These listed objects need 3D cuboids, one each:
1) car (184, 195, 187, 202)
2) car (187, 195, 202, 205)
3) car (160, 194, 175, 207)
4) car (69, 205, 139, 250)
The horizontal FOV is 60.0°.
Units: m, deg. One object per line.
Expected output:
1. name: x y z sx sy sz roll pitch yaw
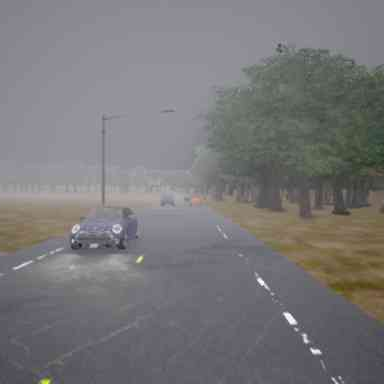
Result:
1. car: -0.985 1.523 78.751 1.882 1.535 5.008 0 0 -2
2. car: 0.643 1.506 60.442 2.097 1.767 4.553 0 0 -1
3. car: -4.015 1.376 55.589 2.150 2.045 5.566 0 0 0
4. car: -3.625 1.390 14.479 2.097 1.767 4.553 0 0 0
